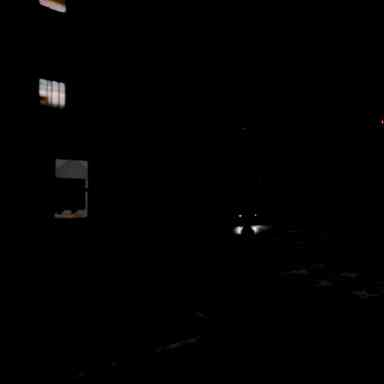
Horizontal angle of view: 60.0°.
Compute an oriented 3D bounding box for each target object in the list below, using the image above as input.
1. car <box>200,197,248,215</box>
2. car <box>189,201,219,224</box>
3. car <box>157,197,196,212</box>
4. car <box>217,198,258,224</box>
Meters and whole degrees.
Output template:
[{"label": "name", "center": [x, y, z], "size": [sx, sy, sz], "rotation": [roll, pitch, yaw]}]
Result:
[{"label": "car", "center": [2.998, 1.305, 32.057], "size": [1.752, 1.417, 4.829], "rotation": [2, 0, -36]}, {"label": "car", "center": [-0.436, 1.363, 22.520], "size": [1.802, 1.307, 4.206], "rotation": [2, 0, -36]}, {"label": "car", "center": [-1.658, 1.235, 34.024], "size": [1.994, 1.385, 4.181], "rotation": [1, 1, -36]}, {"label": "car", "center": [2.117, 1.373, 23.390], "size": [2.033, 1.411, 5.357], "rotation": [1, 1, -36]}]
